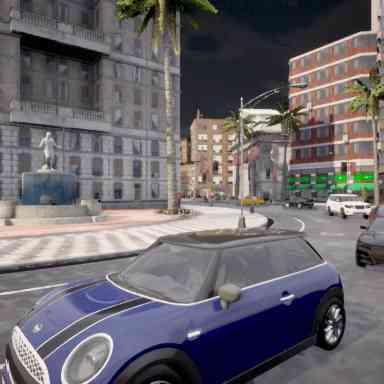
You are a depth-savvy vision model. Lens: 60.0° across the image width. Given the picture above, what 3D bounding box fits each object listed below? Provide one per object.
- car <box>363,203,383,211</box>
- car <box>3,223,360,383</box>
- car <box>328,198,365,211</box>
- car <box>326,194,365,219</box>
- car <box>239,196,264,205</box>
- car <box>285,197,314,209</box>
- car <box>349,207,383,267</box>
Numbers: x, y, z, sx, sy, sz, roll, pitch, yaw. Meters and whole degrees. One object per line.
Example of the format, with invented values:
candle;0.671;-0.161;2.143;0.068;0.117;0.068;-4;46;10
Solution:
car;11.654;1.526;19.644;1.812;1.442;4.674;0;0;19
car;0.109;1.352;4.473;4.553;1.767;2.097;0;0;-39
car;19.753;1.526;42.738;1.812;1.442;4.674;0;0;-12
car;13.910;1.221;29.884;2.150;2.045;5.566;0;0;4
car;10.145;1.478;57.149;1.882;1.535;5.008;0;0;-35
car;15.039;1.505;46.701;1.837;1.490;4.892;0;0;-17
car;6.746;1.478;10.851;1.882;1.535;5.008;0;0;37
